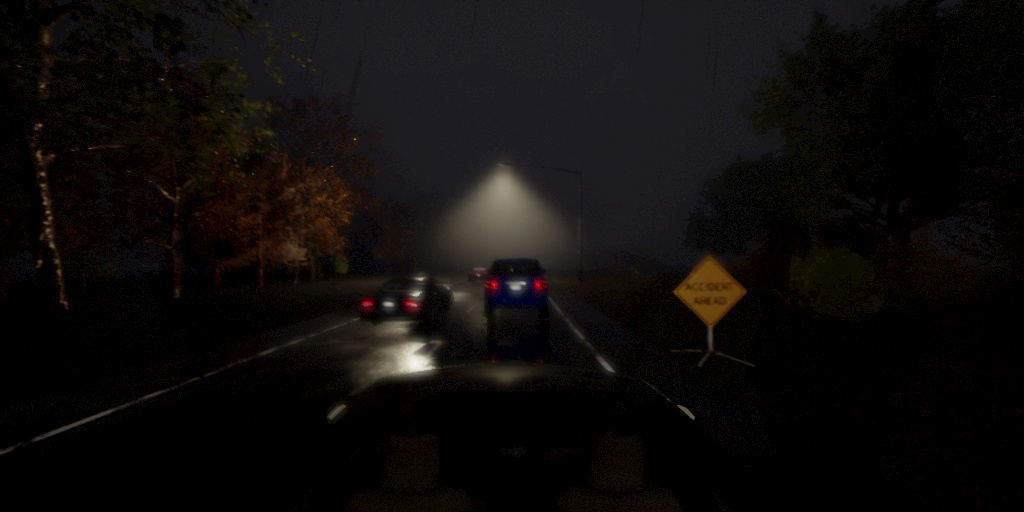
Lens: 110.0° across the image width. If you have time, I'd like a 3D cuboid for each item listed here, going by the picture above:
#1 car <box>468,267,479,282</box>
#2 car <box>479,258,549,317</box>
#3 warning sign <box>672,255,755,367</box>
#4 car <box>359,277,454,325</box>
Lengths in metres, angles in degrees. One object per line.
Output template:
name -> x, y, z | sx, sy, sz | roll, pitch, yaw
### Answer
car -> -2.817, 1.661, 33.262 | 1.994, 1.385, 4.181 | 0, -1, 2
car -> 0.195, 1.108, 13.917 | 2.150, 2.045, 5.566 | 0, 0, 1
warning sign -> 3.565, 0.918, 6.454 | 1.300, 1.860, 1.060 | 0, 0, 0
car -> -3.332, 1.414, 12.355 | 2.033, 1.411, 5.357 | 0, -1, 1
